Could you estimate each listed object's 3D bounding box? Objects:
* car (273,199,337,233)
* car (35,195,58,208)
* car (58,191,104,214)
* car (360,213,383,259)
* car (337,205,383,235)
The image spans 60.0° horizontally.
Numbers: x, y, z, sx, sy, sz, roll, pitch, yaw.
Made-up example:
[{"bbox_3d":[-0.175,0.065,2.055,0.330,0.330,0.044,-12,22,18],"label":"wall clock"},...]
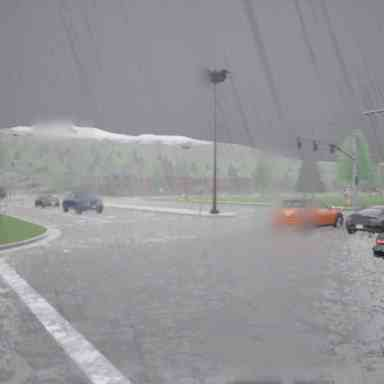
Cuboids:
[{"bbox_3d":[6.658,1.188,18.862,4.553,1.767,2.097,0,1,-40],"label":"car"},{"bbox_3d":[-16.972,1.061,38.977,2.128,1.511,4.902,0,1,-39],"label":"car"},{"bbox_3d":[-10.149,0.893,30.657,2.150,2.045,5.566,0,1,-39],"label":"car"},{"bbox_3d":[7.663,1.466,10.579,5.357,1.411,2.033,0,1,-40],"label":"car"},{"bbox_3d":[9.373,1.392,16.587,4.674,1.442,1.812,0,1,-40],"label":"car"}]
